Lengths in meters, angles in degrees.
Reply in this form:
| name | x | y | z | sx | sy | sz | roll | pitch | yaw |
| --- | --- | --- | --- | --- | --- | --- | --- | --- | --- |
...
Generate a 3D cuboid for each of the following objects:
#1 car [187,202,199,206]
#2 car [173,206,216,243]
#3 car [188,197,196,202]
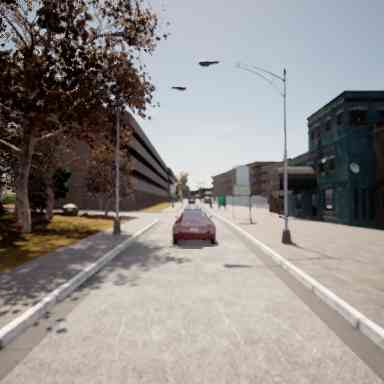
| name | x | y | z | sx | sy | sz | roll | pitch | yaw |
| --- | --- | --- | --- | --- | --- | --- | --- | --- | --- |
| car | 0.100 | 1.941 | 33.587 | 2.033 | 1.411 | 5.357 | 0 | -2 | 0 |
| car | 0.100 | 1.607 | 16.323 | 1.994 | 1.385 | 4.181 | 0 | -1 | 0 |
| car | -0.006 | 2.661 | 89.781 | 1.837 | 1.490 | 4.892 | 0 | -1 | 0 |
